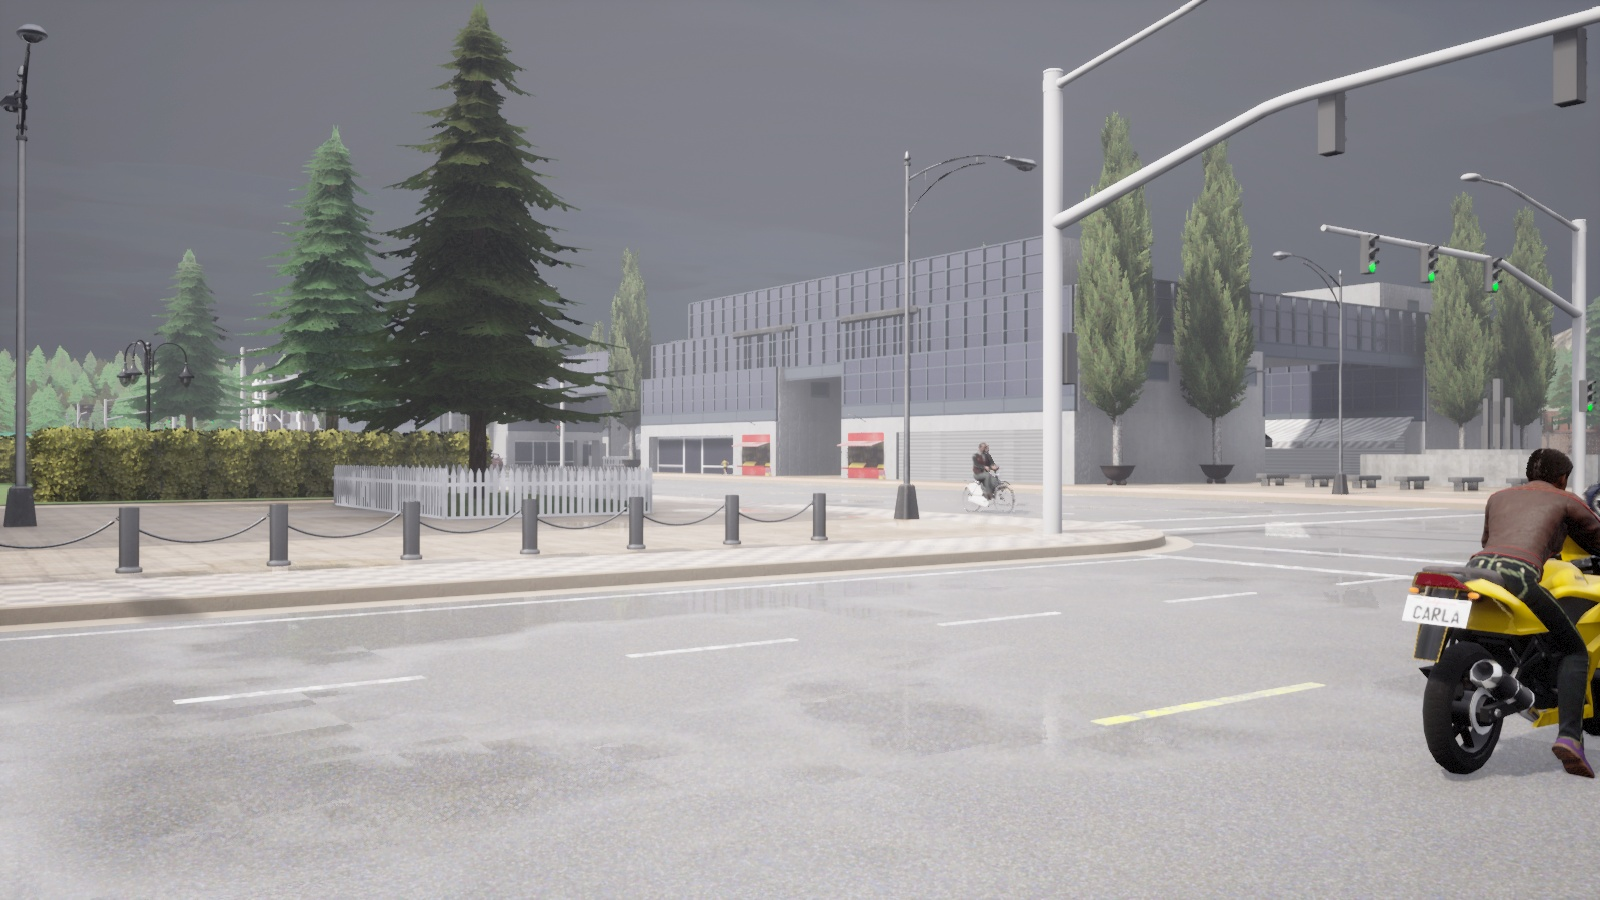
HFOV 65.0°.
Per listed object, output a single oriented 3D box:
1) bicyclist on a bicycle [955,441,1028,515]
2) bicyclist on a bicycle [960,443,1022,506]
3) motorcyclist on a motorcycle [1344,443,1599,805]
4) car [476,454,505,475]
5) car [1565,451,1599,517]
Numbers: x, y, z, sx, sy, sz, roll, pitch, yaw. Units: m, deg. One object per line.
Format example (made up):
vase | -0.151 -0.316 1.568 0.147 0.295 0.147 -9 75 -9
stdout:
bicyclist on a bicycle | 4.683 0.678 30.848 0.659 1.776 1.843 0 -1 -35
bicyclist on a bicycle | 5.441 0.689 35.878 0.659 1.776 1.843 0 0 -35
motorcyclist on a motorcycle | 3.643 0.734 6.198 2.044 1.523 0.797 0 0 -35
car | -22.102 1.033 89.831 1.812 1.442 4.674 0 0 -12
car | 19.831 0.766 27.488 2.163 1.488 4.792 0 0 -35
